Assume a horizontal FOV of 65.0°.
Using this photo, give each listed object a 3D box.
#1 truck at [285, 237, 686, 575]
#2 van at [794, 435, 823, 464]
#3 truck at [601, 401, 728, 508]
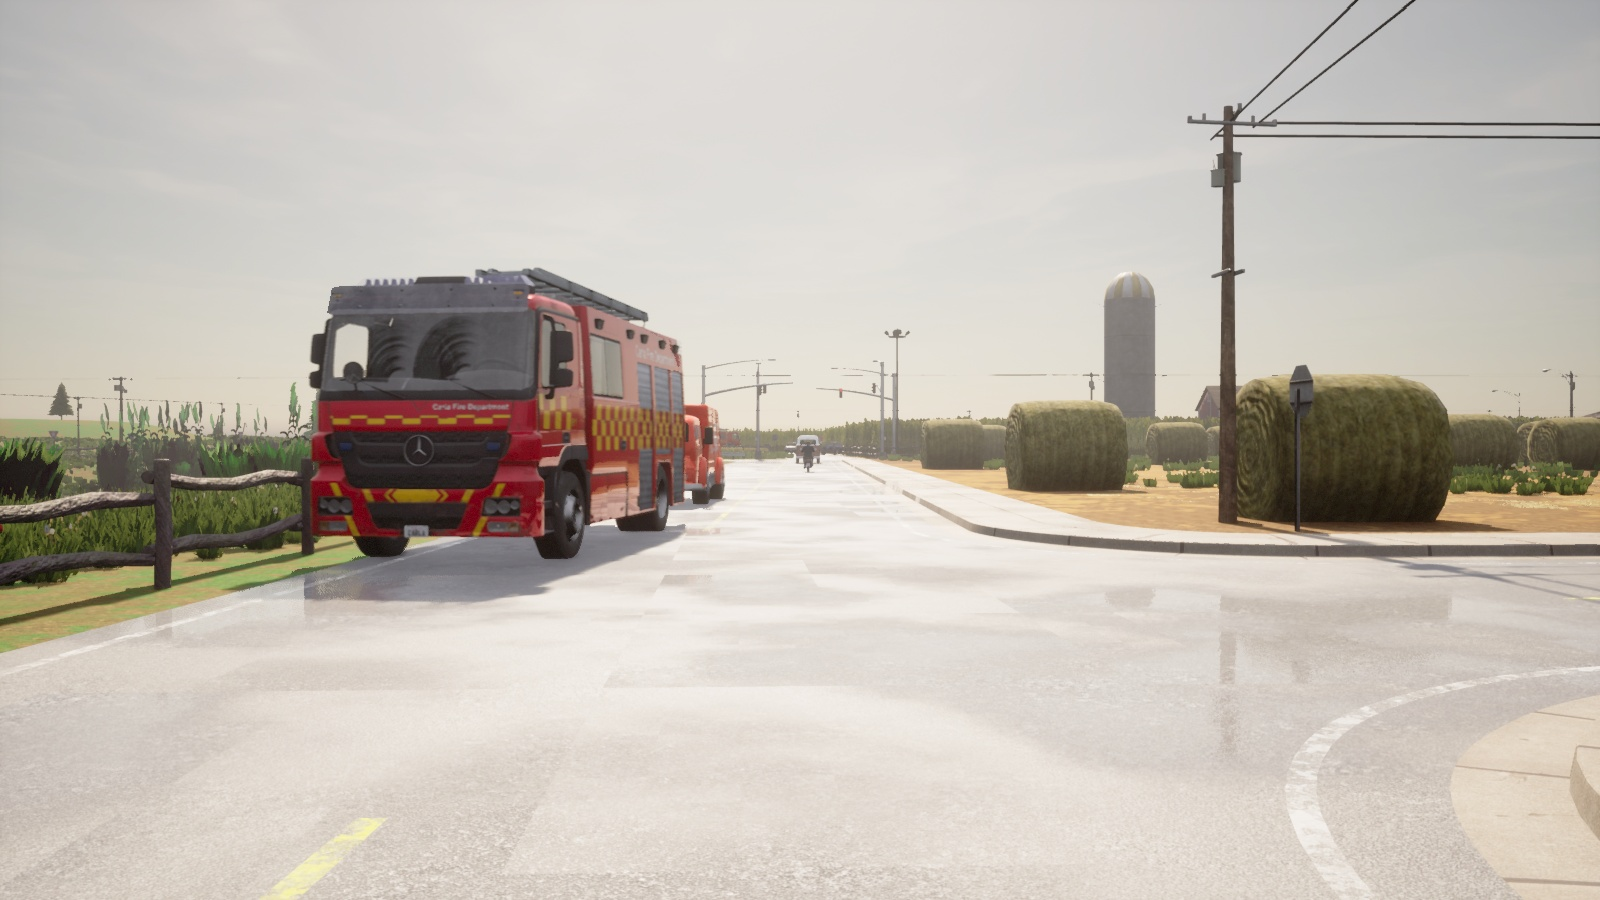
[{"bbox_3d":[-4.009,-0.526,18.594,2.891,3.827,8.468,0,0,7],"label":"truck"},{"bbox_3d":[0.589,-0.048,91.887,2.069,2.038,4.480,0,0,0],"label":"van"},{"bbox_3d":[-3.288,0.072,31.735,2.627,2.467,5.204,0,1,0],"label":"truck"}]
